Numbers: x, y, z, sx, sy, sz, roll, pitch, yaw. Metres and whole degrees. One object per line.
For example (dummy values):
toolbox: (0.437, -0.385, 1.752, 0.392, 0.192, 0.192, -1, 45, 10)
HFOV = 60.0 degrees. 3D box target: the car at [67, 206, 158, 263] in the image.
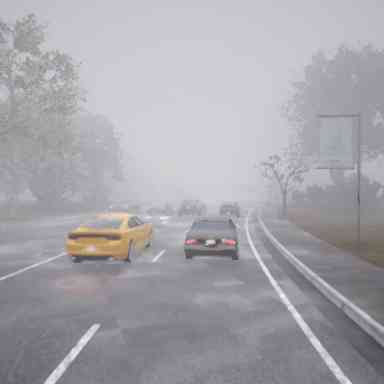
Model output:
car: (-2.725, 1.505, 12.090, 1.882, 1.535, 5.008, 0, 0, 5)

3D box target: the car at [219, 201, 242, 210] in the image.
car: (3.675, 1.606, 31.742, 1.837, 1.490, 4.892, 0, 0, 11)

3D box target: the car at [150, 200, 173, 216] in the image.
car: (-3.183, 1.607, 34.204, 1.812, 1.442, 4.674, 0, 0, 11)

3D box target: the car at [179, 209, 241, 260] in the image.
car: (0.810, 1.587, 12.700, 2.033, 1.411, 5.357, 0, 0, 5)

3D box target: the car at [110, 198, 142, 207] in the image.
car: (-6.761, 1.421, 34.106, 2.097, 1.767, 4.553, 0, 0, 11)

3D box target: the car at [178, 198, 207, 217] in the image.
car: (0.115, 1.440, 31.744, 2.097, 1.767, 4.553, 0, 0, 11)
